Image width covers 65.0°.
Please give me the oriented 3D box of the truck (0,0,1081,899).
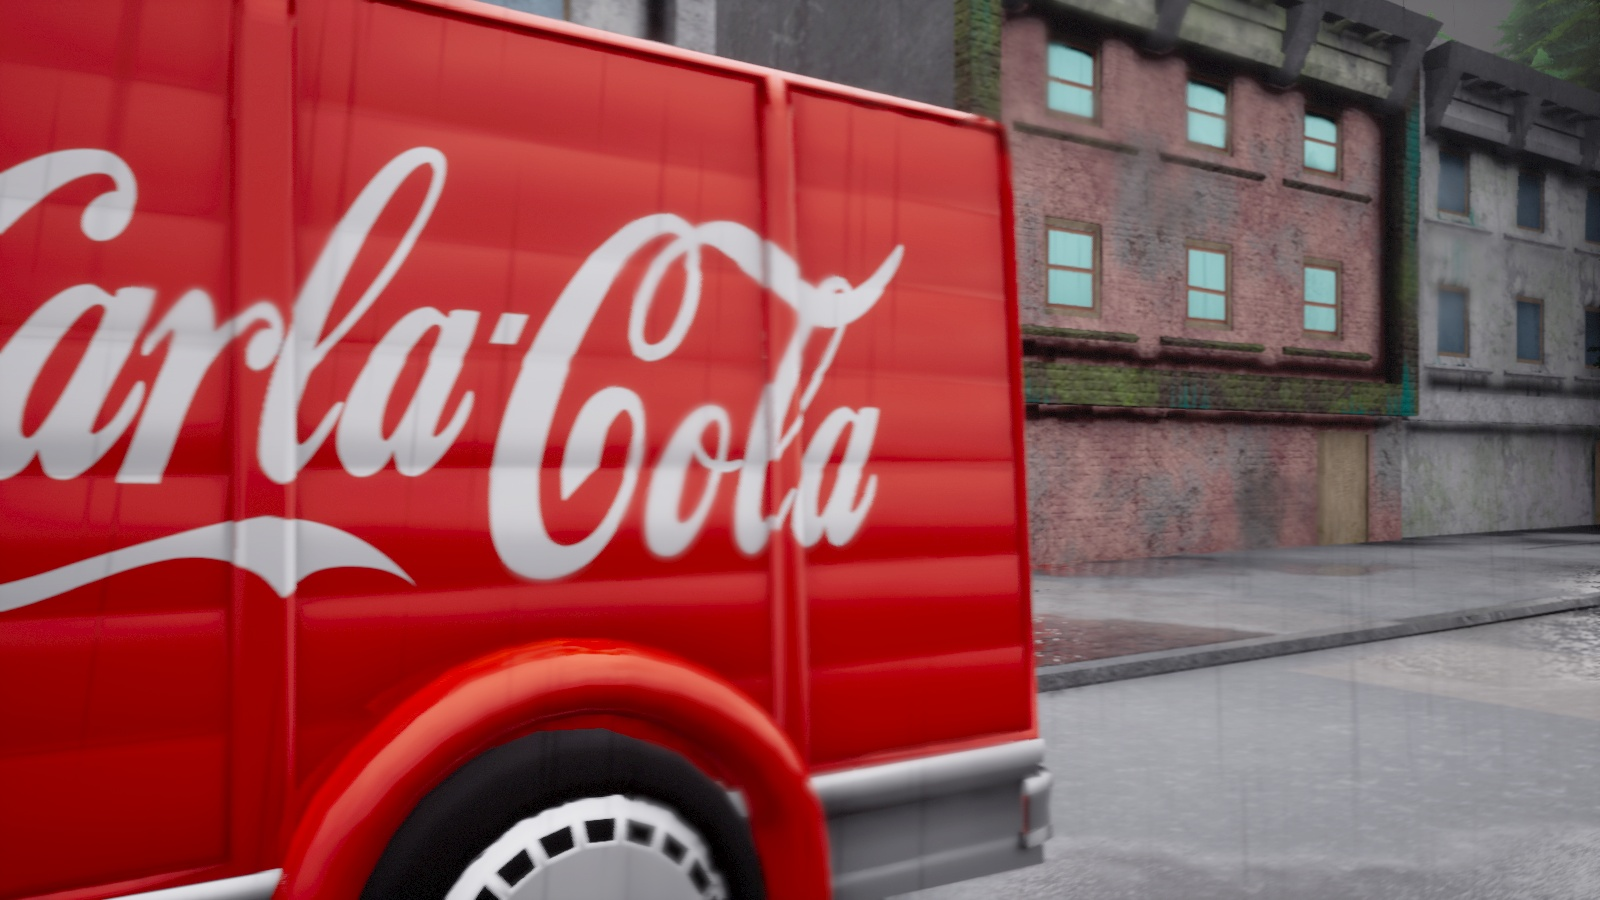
[{"bbox_3d":[-2.179,0.269,2.754,5.204,2.467,2.627,0,0,-35],"label":"truck"}]
